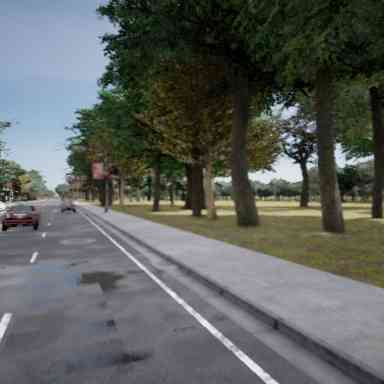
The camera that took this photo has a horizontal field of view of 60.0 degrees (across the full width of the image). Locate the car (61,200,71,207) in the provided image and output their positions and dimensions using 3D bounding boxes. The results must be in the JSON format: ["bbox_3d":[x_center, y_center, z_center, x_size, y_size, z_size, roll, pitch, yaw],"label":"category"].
[{"bbox_3d":[-25.970,2.391,68.470,1.895,1.301,4.718,-1,-1,-21],"label":"car"}]

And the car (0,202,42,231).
[{"bbox_3d":[-11.653,1.609,23.075,2.097,1.767,4.553,-1,0,-21],"label":"car"}]

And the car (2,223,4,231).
[{"bbox_3d":[-5.230,1.617,6.610,1.812,1.442,4.674,-1,0,-21],"label":"car"}]

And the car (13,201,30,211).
[{"bbox_3d":[-26.537,2.216,51.895,1.994,1.385,4.181,-1,-1,-21],"label":"car"}]

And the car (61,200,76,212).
[{"bbox_3d":[-17.119,2.035,46.048,2.033,1.411,5.357,-1,0,-21],"label":"car"}]
